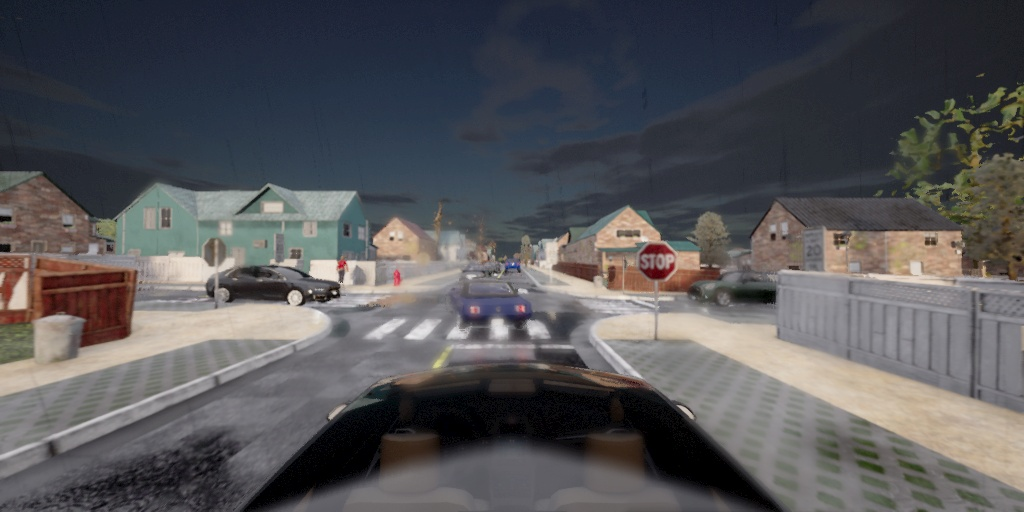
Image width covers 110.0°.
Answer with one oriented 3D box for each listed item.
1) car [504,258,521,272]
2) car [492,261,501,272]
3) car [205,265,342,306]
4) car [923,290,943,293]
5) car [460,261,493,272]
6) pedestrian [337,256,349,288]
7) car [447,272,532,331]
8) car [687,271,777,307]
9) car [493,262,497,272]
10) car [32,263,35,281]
[{"bbox_3d":[0.088,1.298,52.741,2.150,2.045,5.566,0,-1,0],"label":"car"},{"bbox_3d":[-2.852,1.538,47.289,1.837,1.490,4.892,0,0,0],"label":"car"},{"bbox_3d":[-9.172,1.112,13.953,4.892,1.490,1.837,1,-1,6],"label":"car"},{"bbox_3d":[20.003,1.898,17.346,4.181,1.385,1.994,1,-1,0],"label":"car"},{"bbox_3d":[-2.852,1.387,27.868,2.128,1.511,4.902,0,0,0],"label":"car"},{"bbox_3d":[-9.632,0.869,20.272,0.375,1.860,0.375,0,-2,0],"label":"pedestrian"},{"bbox_3d":[-0.941,1.381,11.322,1.895,1.301,4.718,1,0,-15],"label":"car"},{"bbox_3d":[11.005,1.482,17.324,4.553,1.767,2.097,1,-1,-1],"label":"car"},{"bbox_3d":[-2.852,1.559,37.168,1.895,1.301,4.718,0,0,0],"label":"car"},{"bbox_3d":[-19.027,0.960,14.399,4.181,1.385,1.994,1,-1,-1],"label":"car"}]
